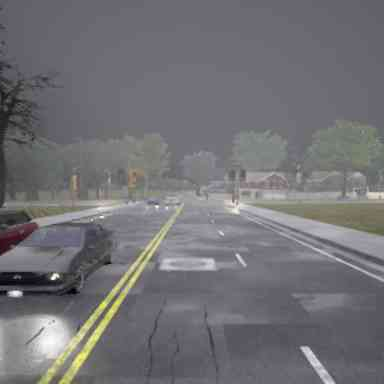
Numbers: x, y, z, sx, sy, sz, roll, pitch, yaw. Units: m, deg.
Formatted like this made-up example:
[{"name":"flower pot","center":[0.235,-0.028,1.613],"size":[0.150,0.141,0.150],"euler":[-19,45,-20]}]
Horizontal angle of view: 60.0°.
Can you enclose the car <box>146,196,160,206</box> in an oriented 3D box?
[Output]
[{"name":"car","center":[-6.554,1.499,56.481],"size":[1.882,1.535,5.008],"euler":[0,0,1]}]

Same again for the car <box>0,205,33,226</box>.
[{"name":"car","center":[-6.604,1.356,10.407],"size":[2.097,1.767,4.553],"euler":[0,0,0]}]

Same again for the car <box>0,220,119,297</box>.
[{"name":"car","center":[-3.353,1.551,8.983],"size":[2.033,1.411,5.357],"euler":[0,0,0]}]

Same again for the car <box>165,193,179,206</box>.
[{"name":"car","center":[-3.313,1.224,55.775],"size":[2.150,2.045,5.566],"euler":[0,0,1]}]
